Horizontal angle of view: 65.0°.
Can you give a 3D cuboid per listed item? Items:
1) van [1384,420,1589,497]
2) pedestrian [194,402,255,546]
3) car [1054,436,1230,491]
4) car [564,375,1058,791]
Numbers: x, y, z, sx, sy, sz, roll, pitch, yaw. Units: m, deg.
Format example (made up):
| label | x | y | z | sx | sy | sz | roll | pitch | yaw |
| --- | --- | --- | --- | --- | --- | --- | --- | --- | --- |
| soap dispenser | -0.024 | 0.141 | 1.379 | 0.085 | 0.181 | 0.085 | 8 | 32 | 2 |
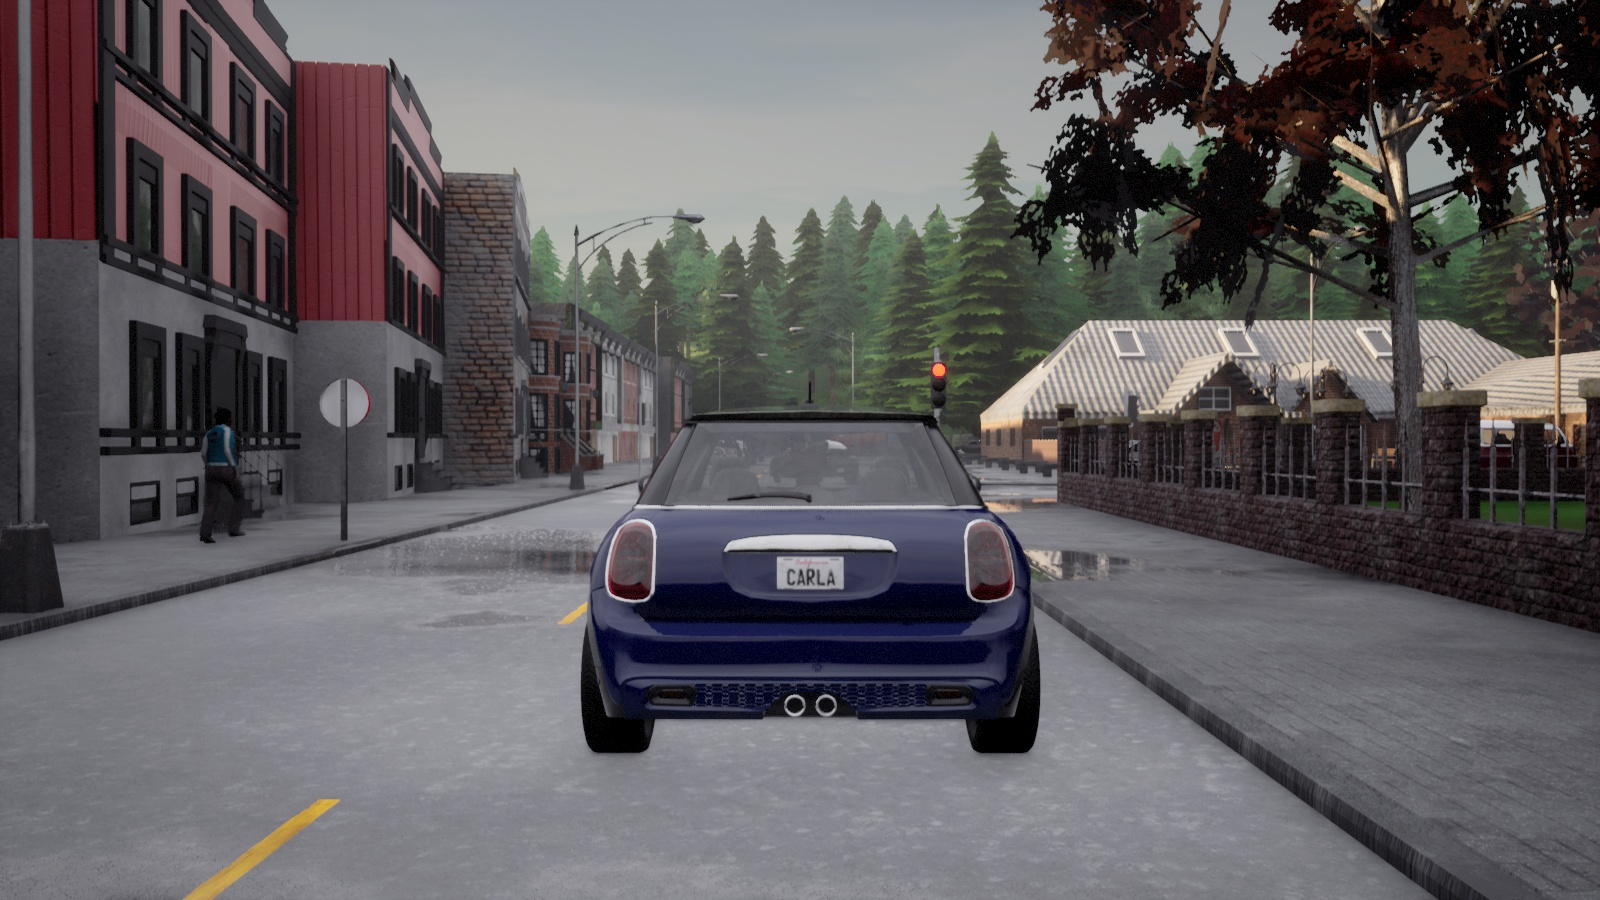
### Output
| label | x | y | z | sx | sy | sz | roll | pitch | yaw |
| --- | --- | --- | --- | --- | --- | --- | --- | --- | --- |
| van | 18.721 | 0.221 | 34.417 | 4.480 | 2.038 | 2.069 | 0 | 0 | -1 |
| pedestrian | -7.851 | 0.318 | 17.149 | 0.396 | 1.930 | 0.692 | 0 | 0 | 16 |
| car | 10.422 | 0.389 | 38.506 | 4.856 | 1.649 | 2.033 | 0 | 0 | 0 |
| car | 0.057 | 0.546 | 7.613 | 2.097 | 1.767 | 4.553 | 0 | 0 | 0 |
